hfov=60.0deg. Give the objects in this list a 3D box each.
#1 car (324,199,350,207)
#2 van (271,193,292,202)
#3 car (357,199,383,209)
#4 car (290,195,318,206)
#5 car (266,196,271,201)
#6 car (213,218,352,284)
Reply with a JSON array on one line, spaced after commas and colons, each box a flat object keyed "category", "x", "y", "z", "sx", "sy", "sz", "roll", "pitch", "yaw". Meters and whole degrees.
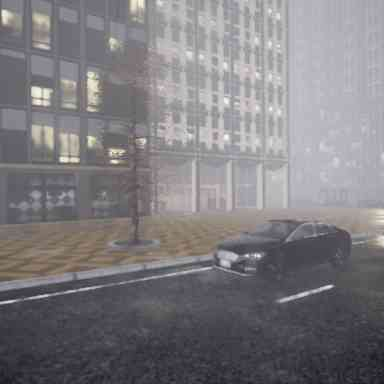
[{"category": "car", "x": 22.182, "y": 1.663, "z": 51.265, "sx": 1.802, "sy": 1.307, "sz": 4.206, "roll": 0, "pitch": 1, "yaw": -35}, {"category": "van", "x": 19.252, "y": 1.201, "z": 70.081, "sx": 1.690, "sy": 1.788, "sz": 3.998, "roll": 0, "pitch": 1, "yaw": -35}, {"category": "car", "x": 25.455, "y": 1.689, "z": 46.616, "sx": 1.947, "sy": 1.339, "sz": 4.313, "roll": 0, "pitch": 1, "yaw": -35}, {"category": "car", "x": 18.943, "y": 1.605, "z": 55.935, "sx": 1.947, "sy": 1.339, "sz": 4.313, "roll": 0, "pitch": 1, "yaw": -35}, {"category": "car", "x": 15.965, "y": 1.399, "z": 74.721, "sx": 1.802, "sy": 1.307, "sz": 4.206, "roll": 0, "pitch": 1, "yaw": -35}, {"category": "car", "x": 2.803, "y": 1.542, "z": 9.803, "sx": 4.902, "sy": 1.511, "sz": 2.128, "roll": 0, "pitch": 0, "yaw": -36}]
